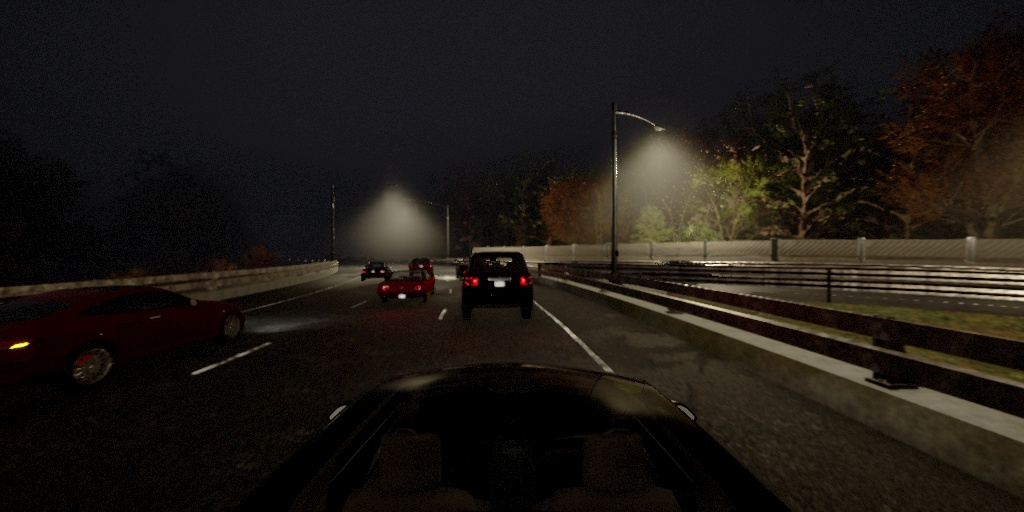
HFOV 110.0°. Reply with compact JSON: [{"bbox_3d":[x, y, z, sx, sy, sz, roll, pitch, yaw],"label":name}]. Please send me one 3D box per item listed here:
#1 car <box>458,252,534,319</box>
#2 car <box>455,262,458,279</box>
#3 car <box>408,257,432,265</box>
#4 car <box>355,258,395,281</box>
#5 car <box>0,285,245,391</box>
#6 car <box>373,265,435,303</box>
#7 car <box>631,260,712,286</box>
[{"bbox_3d":[-0.637,0.889,12.672,2.150,2.045,5.566,0,0,-6],"label":"car"},{"bbox_3d":[-3.217,1.174,27.439,1.895,1.301,4.718,0,0,-14],"label":"car"},{"bbox_3d":[-8.436,0.901,33.035,2.097,1.767,4.553,0,0,-16],"label":"car"},{"bbox_3d":[-10.508,1.142,27.889,2.033,1.411,5.357,0,0,-15],"label":"car"},{"bbox_3d":[-7.210,1.265,6.589,1.812,1.442,4.674,0,0,-3],"label":"car"},{"bbox_3d":[-4.548,1.261,16.147,1.895,1.301,4.718,0,0,-7],"label":"car"},{"bbox_3d":[10.071,1.041,23.118,4.892,1.490,1.837,-3,-1,41],"label":"car"}]
